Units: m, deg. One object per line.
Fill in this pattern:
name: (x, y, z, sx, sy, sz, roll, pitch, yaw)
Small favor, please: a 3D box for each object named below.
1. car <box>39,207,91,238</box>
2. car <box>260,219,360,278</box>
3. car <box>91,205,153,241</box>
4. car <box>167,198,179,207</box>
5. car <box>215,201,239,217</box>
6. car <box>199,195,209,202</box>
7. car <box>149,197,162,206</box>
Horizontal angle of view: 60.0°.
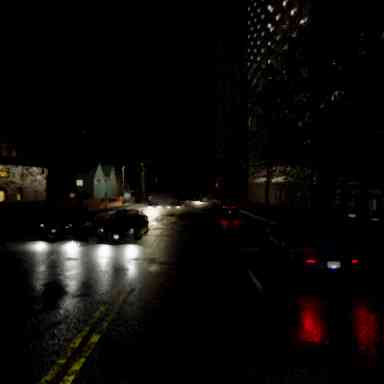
car: (-6.572, 1.590, 18.119, 1.812, 1.442, 4.674, 0, 0, 0)
car: (3.359, 1.560, 10.171, 1.812, 1.442, 4.674, 0, 0, 0)
car: (-3.335, 1.609, 17.313, 2.033, 1.411, 5.357, 0, 0, 0)
car: (-3.251, 1.726, 58.597, 1.882, 1.535, 5.008, 0, 0, 1)
car: (3.377, 1.614, 32.216, 2.128, 1.511, 4.902, 0, 0, 0)
car: (3.321, 1.929, 85.275, 1.812, 1.442, 4.674, 0, 0, 0)
car: (-6.488, 1.756, 59.390, 1.837, 1.490, 4.892, 0, 0, 1)
